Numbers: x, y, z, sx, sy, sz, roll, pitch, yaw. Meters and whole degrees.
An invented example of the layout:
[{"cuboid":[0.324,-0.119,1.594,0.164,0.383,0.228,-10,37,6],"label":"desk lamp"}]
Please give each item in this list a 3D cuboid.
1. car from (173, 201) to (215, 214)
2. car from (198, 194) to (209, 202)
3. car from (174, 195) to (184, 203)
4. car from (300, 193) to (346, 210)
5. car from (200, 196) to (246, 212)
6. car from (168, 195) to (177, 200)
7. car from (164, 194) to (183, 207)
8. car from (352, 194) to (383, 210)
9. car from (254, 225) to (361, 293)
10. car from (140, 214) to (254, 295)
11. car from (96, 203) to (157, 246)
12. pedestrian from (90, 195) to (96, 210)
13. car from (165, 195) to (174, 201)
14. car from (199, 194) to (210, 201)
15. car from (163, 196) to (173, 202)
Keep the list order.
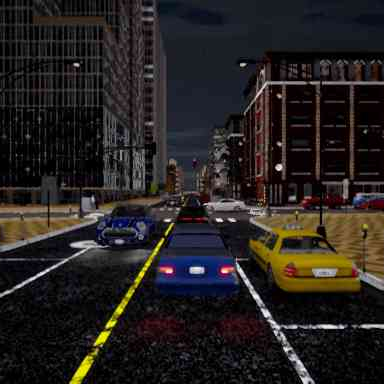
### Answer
[{"cuboid":[0.081,1.499,18.622,1.837,1.490,4.892,0,0,0],"label":"car"},{"cuboid":[2.553,1.297,74.565,2.192,1.841,5.009,0,0,0],"label":"car"},{"cuboid":[-2.760,1.461,71.334,1.882,1.535,5.008,0,0,0],"label":"car"},{"cuboid":[15.308,1.083,38.925,5.009,1.841,2.192,-1,1,-1],"label":"car"},{"cuboid":[3.483,1.449,36.347,4.674,1.442,1.812,0,0,-1],"label":"car"},{"cuboid":[-5.329,1.530,91.343,2.008,1.369,4.403,0,0,0],"label":"car"},{"cuboid":[-2.851,1.478,51.221,2.128,1.511,4.902,0,0,0],"label":"car"},{"cuboid":[20.222,1.276,36.525,4.181,1.385,1.994,-1,0,-1],"label":"car"},{"cuboid":[2.563,1.522,8.732,1.752,1.417,4.829,0,0,0],"label":"car"},{"cuboid":[0.096,1.544,8.881,2.033,1.411,5.357,0,0,0],"label":"car"},{"cuboid":[-2.825,1.347,15.234,2.097,1.767,4.553,0,0,0],"label":"car"},{"cuboid":[-12.354,1.258,41.567,0.375,1.860,0.375,0,1,-1],"label":"pedestrian"},{"cuboid":[-5.328,1.526,80.157,1.887,1.381,4.507,0,0,0],"label":"car"},{"cuboid":[2.555,1.299,63.379,2.192,1.841,5.009,0,0,0],"label":"car"},{"cuboid":[-5.327,1.533,74.564,2.008,1.369,4.403,0,0,0],"label":"car"}]
